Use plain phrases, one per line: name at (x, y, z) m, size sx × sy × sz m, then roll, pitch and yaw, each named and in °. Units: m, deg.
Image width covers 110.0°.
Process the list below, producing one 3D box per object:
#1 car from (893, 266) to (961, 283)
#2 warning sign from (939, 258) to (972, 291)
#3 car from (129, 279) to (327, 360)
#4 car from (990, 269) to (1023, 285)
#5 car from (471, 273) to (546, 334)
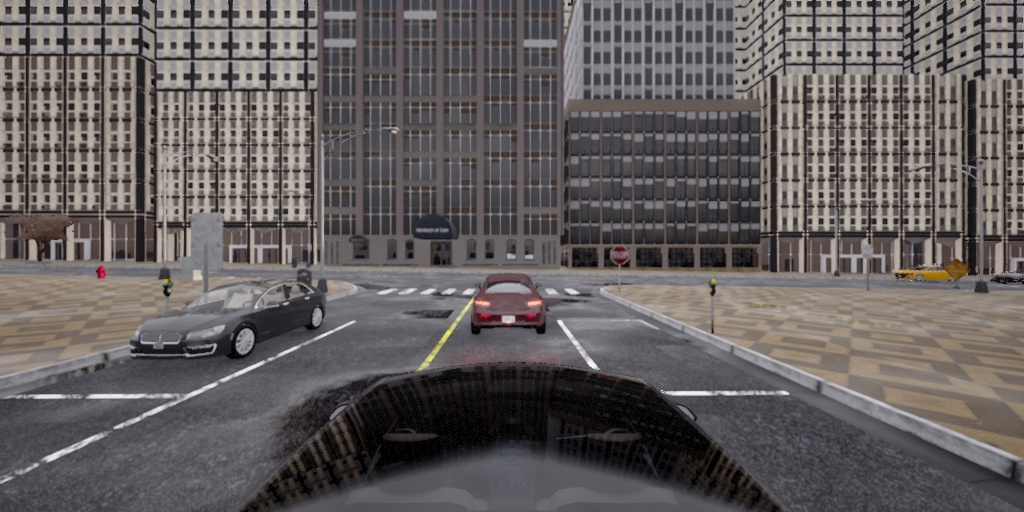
car at (39.190, 1.656, 33.925) m, size 5.008 × 1.535 × 1.882 m, roll 1°, pitch 0°, yaw 0°
warning sign at (26.343, 1.070, 21.235) m, size 1.060 × 1.860 × 1.300 m, roll 0°, pitch 0°, yaw 0°
car at (-5.901, 1.243, 8.138) m, size 2.007 × 1.370 × 4.403 m, roll 0°, pitch 0°, yaw -1°
car at (44.605, 1.810, 30.644) m, size 5.357 × 1.411 × 2.033 m, roll 1°, pitch 0°, yaw 0°
car at (-0.107, 1.200, 10.169) m, size 1.812 × 1.442 × 4.674 m, roll 0°, pitch 1°, yaw -1°
